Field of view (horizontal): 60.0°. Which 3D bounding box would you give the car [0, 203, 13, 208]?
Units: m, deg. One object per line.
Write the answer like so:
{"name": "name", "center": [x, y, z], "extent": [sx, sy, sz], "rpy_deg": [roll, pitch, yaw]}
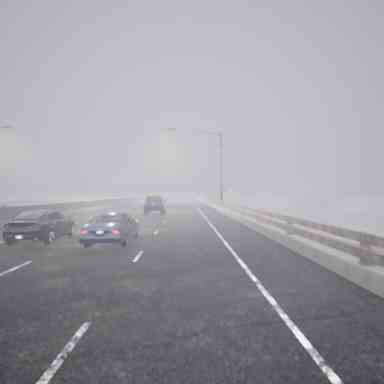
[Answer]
{"name": "car", "center": [-18.109, 1.750, 30.295], "extent": [2.128, 1.511, 4.902], "rpy_deg": [0, 0, -1]}

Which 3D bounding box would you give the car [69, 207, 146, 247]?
{"name": "car", "center": [-3.653, 1.638, 15.513], "extent": [2.033, 1.411, 5.357], "rpy_deg": [0, 0, -1]}

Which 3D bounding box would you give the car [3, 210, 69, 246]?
{"name": "car", "center": [-7.163, 1.624, 16.131], "extent": [1.837, 1.490, 4.892], "rpy_deg": [0, 0, -1]}

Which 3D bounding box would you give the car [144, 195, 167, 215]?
{"name": "car", "center": [-4.041, 1.398, 36.849], "extent": [2.150, 2.045, 5.566], "rpy_deg": [0, 0, -1]}
